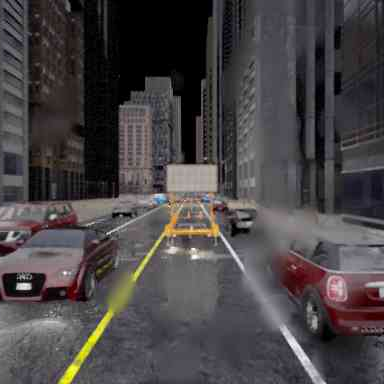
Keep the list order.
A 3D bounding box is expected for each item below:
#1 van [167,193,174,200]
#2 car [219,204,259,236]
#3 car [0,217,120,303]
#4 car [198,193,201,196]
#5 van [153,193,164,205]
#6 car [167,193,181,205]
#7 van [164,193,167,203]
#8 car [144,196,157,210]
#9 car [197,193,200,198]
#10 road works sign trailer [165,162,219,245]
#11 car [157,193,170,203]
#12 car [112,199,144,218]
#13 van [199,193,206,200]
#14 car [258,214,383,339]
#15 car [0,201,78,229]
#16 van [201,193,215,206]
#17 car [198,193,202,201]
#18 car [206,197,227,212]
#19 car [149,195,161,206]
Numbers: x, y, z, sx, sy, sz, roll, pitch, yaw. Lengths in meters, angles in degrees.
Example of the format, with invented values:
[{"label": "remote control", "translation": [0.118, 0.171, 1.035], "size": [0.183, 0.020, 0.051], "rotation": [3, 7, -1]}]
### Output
[{"label": "van", "translation": [-5.768, 1.201, 91.199], "size": [1.690, 1.788, 3.998], "rotation": [0, 0, 0]}, {"label": "car", "translation": [2.759, 1.539, 17.874], "size": [1.947, 1.339, 4.313], "rotation": [0, 0, 0]}, {"label": "car", "translation": [-3.100, 1.551, 8.122], "size": [1.994, 1.385, 4.181], "rotation": [0, 0, 0]}, {"label": "car", "translation": [2.759, 1.469, 74.281], "size": [1.802, 1.307, 4.206], "rotation": [0, 0, 0]}, {"label": "van", "translation": [-5.767, 1.263, 51.713], "size": [1.690, 1.788, 3.998], "rotation": [0, 0, 0]}, {"label": "car", "translation": [-3.017, 1.420, 57.997], "size": [1.837, 1.490, 4.892], "rotation": [0, 0, 0]}, {"label": "van", "translation": [-5.768, 1.254, 57.353], "size": [1.690, 1.788, 3.998], "rotation": [0, 0, 0]}, {"label": "car", "translation": [-5.766, 1.490, 40.432], "size": [2.008, 1.369, 4.403], "rotation": [0, 0, 0]}, {"label": "car", "translation": [2.758, 1.444, 79.921], "size": [1.947, 1.339, 4.313], "rotation": [0, 0, 0]}, {"label": "road works sign trailer", "translation": [-0.001, 0.441, 15.257], "size": [2.380, 3.560, 2.880], "rotation": [0, 0, 0]}, {"label": "car", "translation": [-5.768, 1.211, 68.636], "size": [2.192, 1.841, 5.009], "rotation": [0, 0, 0]}, {"label": "car", "translation": [-5.766, 1.522, 29.150], "size": [1.947, 1.339, 4.313], "rotation": [0, 0, 0]}, {"label": "van", "translation": [2.757, 1.210, 85.562], "size": [1.690, 1.788, 3.998], "rotation": [0, 0, 0]}, {"label": "car", "translation": [2.759, 1.430, 6.592], "size": [1.967, 1.590, 4.097], "rotation": [0, 0, 0]}, {"label": "car", "translation": [-5.767, 1.296, 12.227], "size": [2.192, 1.841, 5.009], "rotation": [0, 0, 0]}, {"label": "van", "translation": [2.758, 1.263, 51.718], "size": [1.690, 1.788, 3.998], "rotation": [0, 0, 0]}, {"label": "car", "translation": [2.758, 1.478, 68.640], "size": [1.802, 1.307, 4.206], "rotation": [0, 0, 0]}, {"label": "car", "translation": [2.759, 1.492, 34.796], "size": [1.887, 1.381, 4.507], "rotation": [0, 0, 0]}, {"label": "car", "translation": [-5.767, 1.456, 45.902], "size": [1.752, 1.417, 4.829], "rotation": [0, 0, 0]}]
